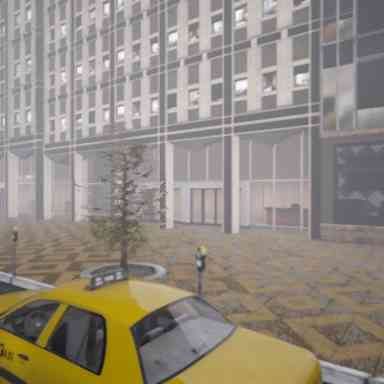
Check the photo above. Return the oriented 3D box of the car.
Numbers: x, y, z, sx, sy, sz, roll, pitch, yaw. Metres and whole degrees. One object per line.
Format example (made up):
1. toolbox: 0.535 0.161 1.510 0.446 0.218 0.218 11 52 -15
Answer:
1. car: -1.107 1.544 3.685 4.829 1.417 1.752 -1 0 36
